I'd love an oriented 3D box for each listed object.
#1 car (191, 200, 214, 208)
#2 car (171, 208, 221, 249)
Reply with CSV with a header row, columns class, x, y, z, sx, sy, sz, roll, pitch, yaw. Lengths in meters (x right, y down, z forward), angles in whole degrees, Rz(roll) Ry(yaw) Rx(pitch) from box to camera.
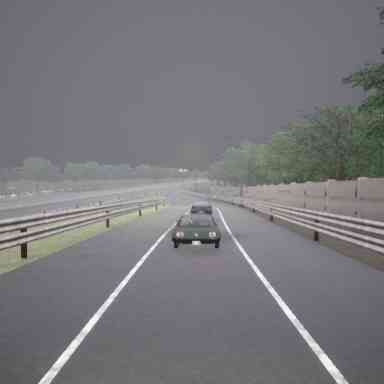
class,x,y,z,sx,sy,sz,roll,pitch,yaw
car,0.896,1.467,29.499,1.882,1.535,5.008,0,0,3
car,0.224,1.606,14.587,1.895,1.301,4.718,0,0,2
